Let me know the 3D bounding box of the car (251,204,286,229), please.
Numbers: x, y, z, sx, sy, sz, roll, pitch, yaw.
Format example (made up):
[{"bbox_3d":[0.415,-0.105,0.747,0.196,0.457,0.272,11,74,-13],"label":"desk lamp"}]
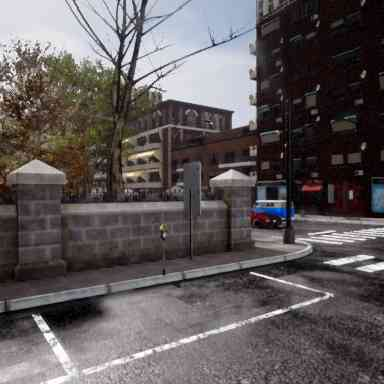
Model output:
[{"bbox_3d":[4.459,1.834,24.268,1.994,1.385,4.181,0,-1,-36],"label":"car"}]

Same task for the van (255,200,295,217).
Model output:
[{"bbox_3d":[7.312,1.643,30.184,1.690,1.788,3.998,-1,0,-36],"label":"van"}]
